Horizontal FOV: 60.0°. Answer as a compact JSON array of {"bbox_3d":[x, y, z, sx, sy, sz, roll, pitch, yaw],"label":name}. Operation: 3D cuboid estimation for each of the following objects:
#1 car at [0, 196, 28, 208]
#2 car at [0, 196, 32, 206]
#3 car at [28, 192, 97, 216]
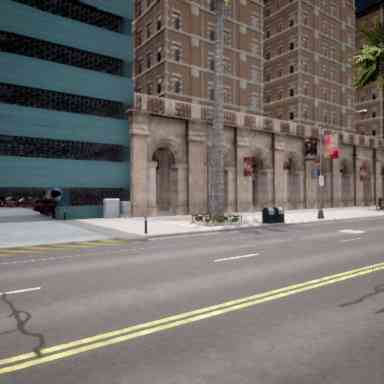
[{"bbox_3d":[-22.829,1.461,45.067,4.718,1.301,1.895,0,0,-35],"label":"car"},{"bbox_3d":[-29.183,1.411,54.781,4.786,1.482,2.161,0,0,-35],"label":"car"},{"bbox_3d":[-11.474,1.026,30.439,5.566,2.045,2.435,0,0,-35],"label":"car"}]
